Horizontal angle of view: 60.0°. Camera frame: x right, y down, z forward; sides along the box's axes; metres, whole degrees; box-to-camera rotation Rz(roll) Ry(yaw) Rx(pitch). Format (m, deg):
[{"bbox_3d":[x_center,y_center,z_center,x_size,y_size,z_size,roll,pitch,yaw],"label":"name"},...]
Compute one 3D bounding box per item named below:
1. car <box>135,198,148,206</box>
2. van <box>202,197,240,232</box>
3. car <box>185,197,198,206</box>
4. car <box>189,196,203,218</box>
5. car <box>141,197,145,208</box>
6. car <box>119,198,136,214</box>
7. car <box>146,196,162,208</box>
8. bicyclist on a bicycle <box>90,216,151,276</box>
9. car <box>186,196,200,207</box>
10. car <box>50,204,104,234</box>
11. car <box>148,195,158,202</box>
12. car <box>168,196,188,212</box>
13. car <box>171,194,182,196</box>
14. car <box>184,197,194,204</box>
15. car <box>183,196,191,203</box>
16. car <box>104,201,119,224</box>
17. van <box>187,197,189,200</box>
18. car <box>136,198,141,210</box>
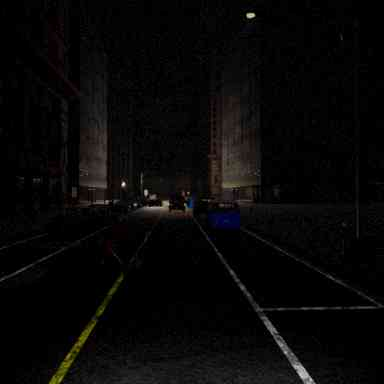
[{"bbox_3d":[-8.652,1.697,57.563,1.802,1.307,4.206,1,0,-3],"label":"car"},{"bbox_3d":[1.773,1.355,19.811,1.690,1.788,3.998,1,0,-3],"label":"van"},{"bbox_3d":[-0.137,1.659,57.984,1.887,1.381,4.507,1,0,-3],"label":"car"},{"bbox_3d":[1.228,1.347,30.719,2.192,1.841,5.009,1,0,-3],"label":"car"},{"bbox_3d":[-8.105,1.513,46.659,1.967,1.590,4.097,1,0,-3],"label":"car"},{"bbox_3d":[-7.562,1.594,35.753,2.008,1.369,4.403,1,0,-3],"label":"car"},{"bbox_3d":[-5.572,1.652,51.111,1.994,1.385,4.181,0,0,-3],"label":"car"},{"bbox_3d":[-1.943,1.458,8.962,1.656,1.620,0.582,-2,0,-3],"label":"bicyclist on a bicycle"},{"bbox_3d":[0.136,1.532,52.532,1.967,1.590,4.097,1,0,-3],"label":"car"},{"bbox_3d":[-6.744,1.559,19.395,1.887,1.381,4.507,1,0,-3],"label":"car"},{"bbox_3d":[-10.012,1.589,84.827,2.192,1.841,5.009,0,0,-3],"label":"car"},{"bbox_3d":[-1.790,1.577,39.353,1.812,1.442,4.674,0,0,-3],"label":"car"},{"bbox_3d":[-2.296,1.304,49.613,2.150,2.045,5.566,0,0,-3],"label":"car"},{"bbox_3d":[-0.683,1.751,68.889,1.802,1.307,4.206,0,0,-3],"label":"car"},{"bbox_3d":[-1.227,1.781,79.795,1.887,1.381,4.507,0,0,-3],"label":"car"},{"bbox_3d":[-7.017,1.573,24.847,2.008,1.369,4.403,1,0,-3],"label":"car"},{"bbox_3d":[0.410,1.414,47.079,1.690,1.788,3.998,1,0,-3],"label":"van"},{"bbox_3d":[-7.834,1.608,41.206,2.008,1.369,4.403,1,0,-3],"label":"car"}]
